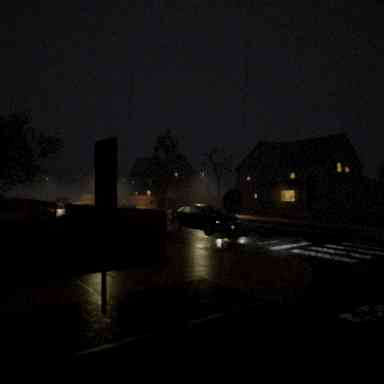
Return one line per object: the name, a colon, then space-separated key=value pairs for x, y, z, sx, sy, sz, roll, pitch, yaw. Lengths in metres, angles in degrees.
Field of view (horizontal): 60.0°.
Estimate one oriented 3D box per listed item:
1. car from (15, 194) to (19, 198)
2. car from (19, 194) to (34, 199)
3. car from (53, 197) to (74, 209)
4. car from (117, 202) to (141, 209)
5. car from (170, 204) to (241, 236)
car: x=-43.572 y=1.111 z=84.435 sx=1.812 sy=1.442 sz=4.674 roll=0 pitch=0 yaw=-36
car: x=-37.473 y=1.267 z=75.986 sx=2.033 sy=1.411 sz=5.357 roll=0 pitch=0 yaw=-36
car: x=-16.191 y=1.359 z=41.701 sx=1.812 sy=1.442 sz=4.674 roll=0 pitch=0 yaw=-35
car: x=-5.519 y=1.471 z=26.829 sx=1.994 sy=1.385 sz=4.181 roll=0 pitch=0 yaw=-36
car: x=0.620 y=1.448 z=18.325 sx=2.128 sy=1.511 sz=4.902 roll=0 pitch=0 yaw=-36
